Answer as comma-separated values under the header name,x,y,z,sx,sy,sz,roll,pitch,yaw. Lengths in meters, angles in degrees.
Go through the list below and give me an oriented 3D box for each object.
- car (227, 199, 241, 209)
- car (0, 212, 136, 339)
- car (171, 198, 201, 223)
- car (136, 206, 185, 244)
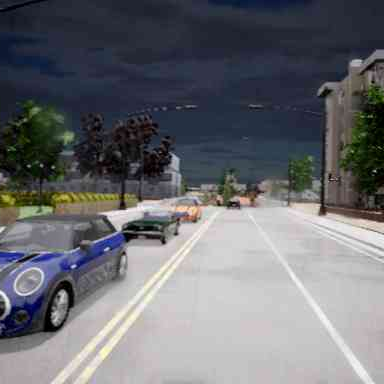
name,x,y,z,sx,sy,sz,roll,pitch,yaw
car,6.205,1.715,49.163,1.882,1.535,5.008,1,-1,7
car,-2.895,1.271,6.746,2.097,1.767,4.553,1,0,7
car,-0.485,1.322,25.608,2.097,1.767,4.553,1,0,7
car,-1.762,1.544,15.723,1.895,1.301,4.718,1,0,7
